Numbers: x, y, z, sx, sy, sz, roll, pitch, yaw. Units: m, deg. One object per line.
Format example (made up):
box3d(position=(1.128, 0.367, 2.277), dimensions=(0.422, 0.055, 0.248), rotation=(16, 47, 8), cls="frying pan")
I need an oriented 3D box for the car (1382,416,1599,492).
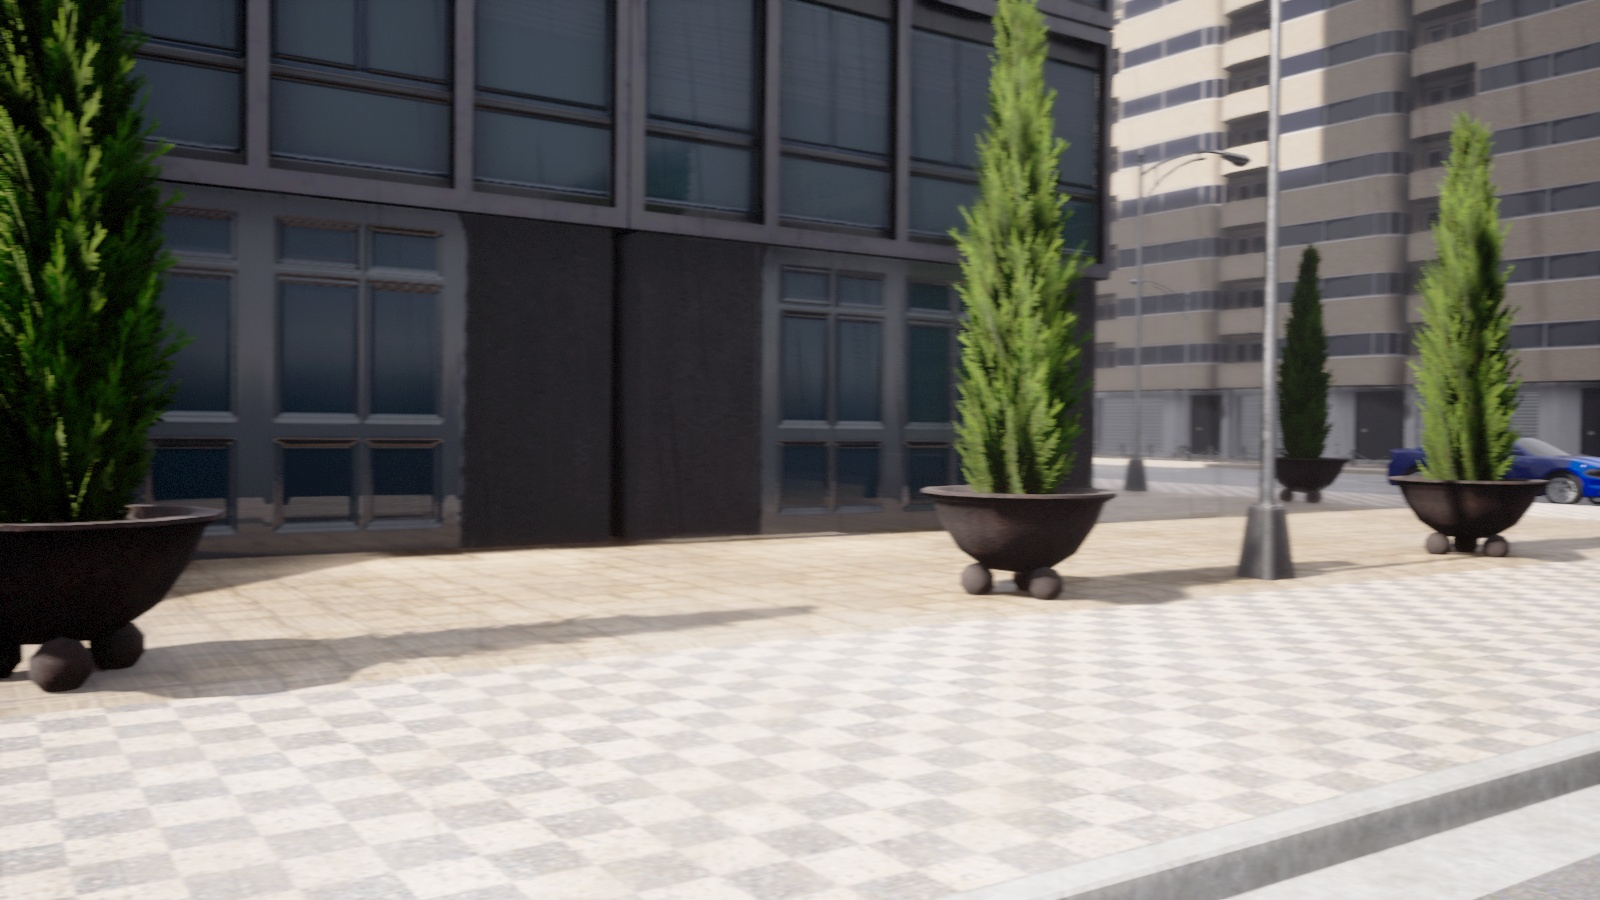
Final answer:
box3d(position=(15.704, 0.038, 27.653), dimensions=(1.882, 1.535, 5.008), rotation=(-1, 1, -33), cls="car")
